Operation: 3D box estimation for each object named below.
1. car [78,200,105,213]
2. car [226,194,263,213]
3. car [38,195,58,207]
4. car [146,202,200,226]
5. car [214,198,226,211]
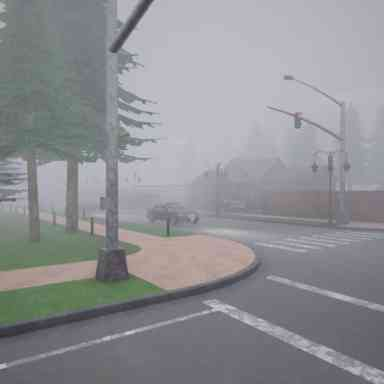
[{"bbox_3d":[-11.080,1.586,36.261,1.895,1.301,4.718,0,0,-37],"label":"car"},{"bbox_3d":[6.202,1.159,34.767,4.605,1.855,1.932,0,0,-37],"label":"car"},{"bbox_3d":[-21.721,1.260,49.684,2.097,1.767,4.553,0,0,-43],"label":"car"},{"bbox_3d":[-1.428,1.477,23.361,2.128,1.511,4.902,0,0,-37],"label":"car"},{"bbox_3d":[4.382,1.161,36.545,3.866,1.878,1.905,0,0,-37],"label":"car"}]
